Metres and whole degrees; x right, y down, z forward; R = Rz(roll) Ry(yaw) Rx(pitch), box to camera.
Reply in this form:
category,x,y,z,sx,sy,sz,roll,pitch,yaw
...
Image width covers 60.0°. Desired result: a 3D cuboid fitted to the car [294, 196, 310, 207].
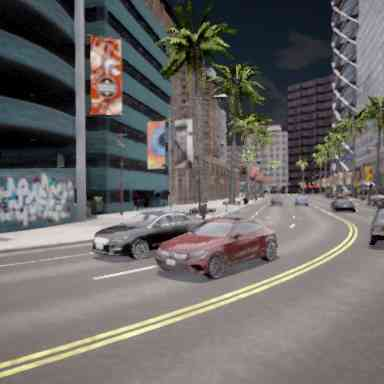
category,x,y,z,sx,sy,sz,roll,pitch,yaw
car,16.069,1.345,48.837,1.812,1.442,4.674,-1,0,16

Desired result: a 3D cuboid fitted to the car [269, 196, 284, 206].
category,x,y,z,sx,sy,sz,roll,pitch,yaw
car,12.808,1.355,50.181,1.837,1.490,4.892,-1,0,16

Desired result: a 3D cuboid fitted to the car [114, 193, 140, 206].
category,x,y,z,sx,sy,sz,roll,pitch,yaw
car,-9.586,1.109,48.837,2.435,2.045,5.566,-1,0,15

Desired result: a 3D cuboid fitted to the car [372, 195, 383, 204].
category,x,y,z,sx,sy,sz,roll,pitch,yaw
car,18.447,1.307,30.650,1.837,1.490,4.892,-1,0,16

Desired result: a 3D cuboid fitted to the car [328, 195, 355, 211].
category,x,y,z,sx,sy,sz,roll,pitch,yaw
car,16.443,1.384,36.410,1.994,1.385,4.181,-1,0,16

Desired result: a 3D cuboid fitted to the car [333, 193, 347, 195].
category,x,y,z,sx,sy,sz,roll,pitch,yaw
car,33.848,0.981,75.161,2.185,1.767,4.553,-1,0,15

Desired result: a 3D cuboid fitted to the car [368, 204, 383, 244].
category,x,y,z,sx,sy,sz,roll,pitch,yaw
car,8.911,1.453,14.665,2.033,1.411,5.357,-1,0,30

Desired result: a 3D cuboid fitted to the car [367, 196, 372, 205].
category,x,y,z,sx,sy,sz,roll,pitch,yaw
car,26.062,1.199,46.837,2.231,1.521,4.892,-1,0,15

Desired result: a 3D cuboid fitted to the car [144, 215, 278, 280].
category,x,y,z,sx,sy,sz,roll,pitch,yaw
car,0.989,1.514,10.202,1.812,1.442,4.674,0,0,41

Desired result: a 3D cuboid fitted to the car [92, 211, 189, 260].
category,x,y,z,sx,sy,sz,roll,pitch,yaw
car,-1.425,1.503,12.714,2.128,1.511,4.902,0,0,41
